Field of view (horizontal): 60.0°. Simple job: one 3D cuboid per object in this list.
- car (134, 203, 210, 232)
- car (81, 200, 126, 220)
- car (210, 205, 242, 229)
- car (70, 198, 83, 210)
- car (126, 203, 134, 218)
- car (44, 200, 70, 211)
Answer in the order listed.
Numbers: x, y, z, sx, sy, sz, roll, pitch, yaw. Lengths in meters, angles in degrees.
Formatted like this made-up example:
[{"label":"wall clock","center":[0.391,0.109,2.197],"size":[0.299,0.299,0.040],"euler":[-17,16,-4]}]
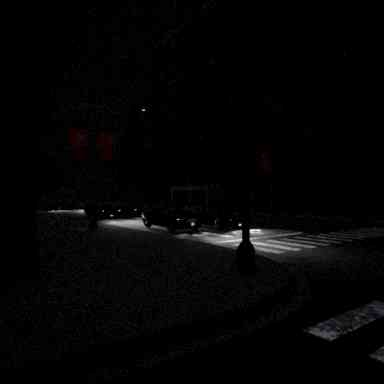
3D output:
[{"label":"car","center":[-1.387,1.548,20.661],"size":[2.128,1.511,4.902],"euler":[0,0,-36]},{"label":"car","center":[-8.084,1.702,29.977],"size":[1.895,1.301,4.718],"euler":[0,0,-36]},{"label":"car","center":[1.454,1.609,22.338],"size":[2.033,1.411,5.357],"euler":[0,0,-33]},{"label":"car","center":[-16.110,1.668,46.797],"size":[2.128,1.511,4.902],"euler":[0,0,-35]},{"label":"car","center":[-5.773,1.710,32.324],"size":[1.895,1.301,4.718],"euler":[0,0,-36]},{"label":"car","center":[-18.296,1.714,44.259],"size":[2.033,1.411,5.357],"euler":[0,0,-35]}]
